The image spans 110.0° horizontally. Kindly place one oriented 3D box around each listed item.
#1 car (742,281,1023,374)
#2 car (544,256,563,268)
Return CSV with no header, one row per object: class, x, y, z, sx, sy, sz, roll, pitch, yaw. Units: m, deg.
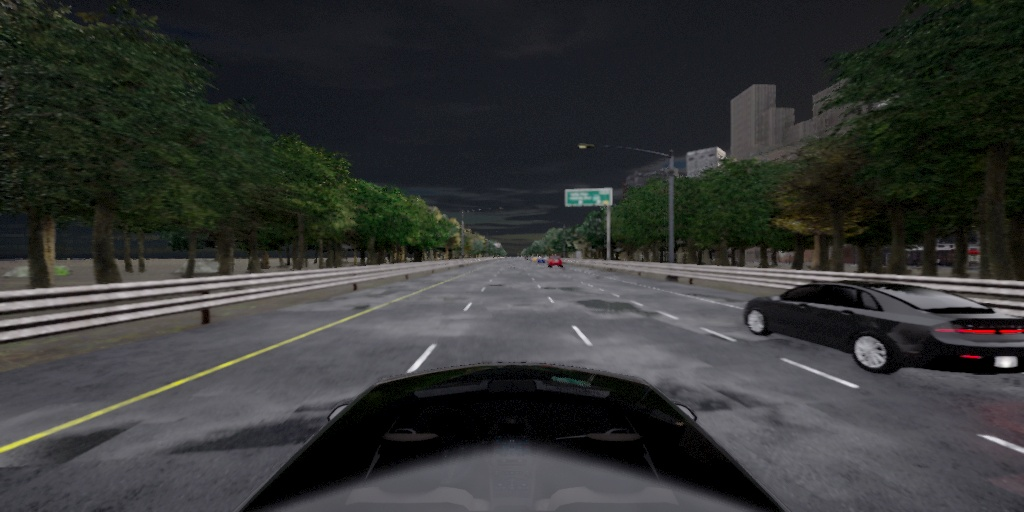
car,7.004,1.258,7.507,1.837,1.490,4.892,0,0,0
car,7.182,0.946,60.437,2.150,2.045,5.566,0,0,0
